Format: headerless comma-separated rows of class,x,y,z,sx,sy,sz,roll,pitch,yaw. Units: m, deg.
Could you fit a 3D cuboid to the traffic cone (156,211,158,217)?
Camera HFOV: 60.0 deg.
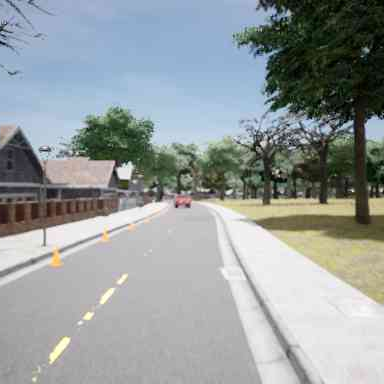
traffic cone,-3.179,2.016,30.325,0.340,0.580,0.340,0,0,2

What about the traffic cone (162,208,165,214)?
traffic cone,-3.040,2.040,35.286,0.340,0.580,0.340,0,0,1

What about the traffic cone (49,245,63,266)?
traffic cone,-4.227,1.963,10.354,0.340,0.580,0.340,0,0,2

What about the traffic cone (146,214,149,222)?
traffic cone,-3.397,1.996,25.368,0.340,0.580,0.340,0,0,3

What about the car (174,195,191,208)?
car,-1.470,1.411,50.955,2.150,2.045,5.566,0,-1,-7

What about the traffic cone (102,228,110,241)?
traffic cone,-4.001,1.970,15.389,0.340,0.580,0.340,0,0,3
